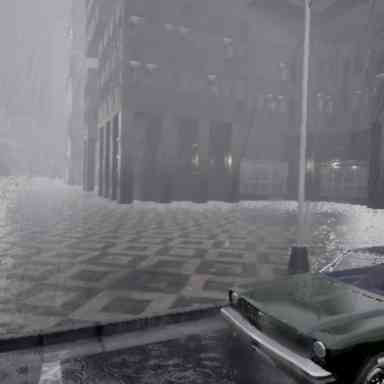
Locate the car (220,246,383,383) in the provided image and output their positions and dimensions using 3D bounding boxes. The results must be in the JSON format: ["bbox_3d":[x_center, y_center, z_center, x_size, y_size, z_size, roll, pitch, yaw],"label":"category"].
[{"bbox_3d":[2.804,1.507,4.599,4.718,1.301,1.895,0,2,-25],"label":"car"}]
